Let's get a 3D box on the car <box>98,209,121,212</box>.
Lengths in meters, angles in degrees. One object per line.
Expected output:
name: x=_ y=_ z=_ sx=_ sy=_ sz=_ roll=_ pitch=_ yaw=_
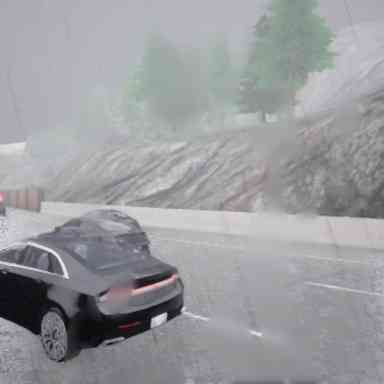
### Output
car: x=-4.482 y=1.540 z=16.618 sx=4.181 sy=1.385 sz=1.994 roll=0 pitch=0 yaw=40

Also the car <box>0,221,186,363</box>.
car: x=-2.366 y=1.480 z=5.899 sx=4.902 sy=1.511 sz=2.128 roll=0 pitch=0 yaw=37

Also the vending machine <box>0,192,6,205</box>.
vending machine: x=-30.065 y=1.039 z=52.441 sx=1.100 sy=2.100 sz=0.880 roll=0 pitch=0 yaw=-34

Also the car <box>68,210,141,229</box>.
car: x=-3.407 y=1.508 z=11.168 sx=4.674 sy=1.442 sz=1.812 roll=0 pitch=0 yaw=39

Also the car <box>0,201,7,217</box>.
car: x=-17.922 y=1.399 z=29.458 sx=2.128 sy=1.511 sz=4.902 roll=0 pitch=0 yaw=-43
